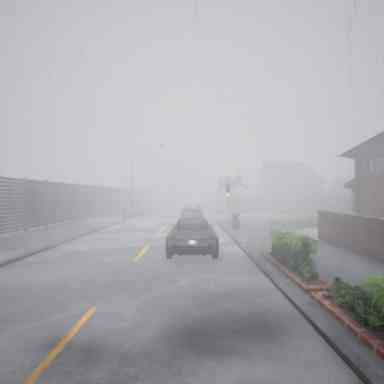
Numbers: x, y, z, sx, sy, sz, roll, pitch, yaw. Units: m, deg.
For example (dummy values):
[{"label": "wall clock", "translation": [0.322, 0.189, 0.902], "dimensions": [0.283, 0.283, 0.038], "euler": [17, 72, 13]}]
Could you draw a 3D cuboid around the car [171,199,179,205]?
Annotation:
[{"label": "car", "translation": [-4.002, 2.433, 79.119], "dimensions": [2.033, 1.411, 5.357], "euler": [0, -1, 0]}]

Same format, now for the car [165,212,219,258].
[{"label": "car", "translation": [0.017, 1.718, 13.465], "dimensions": [1.994, 1.385, 4.181], "euler": [0, -1, 0]}]

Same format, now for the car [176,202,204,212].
[{"label": "car", "translation": [0.019, 1.815, 28.485], "dimensions": [2.128, 1.511, 4.902], "euler": [0, -1, 0]}]
